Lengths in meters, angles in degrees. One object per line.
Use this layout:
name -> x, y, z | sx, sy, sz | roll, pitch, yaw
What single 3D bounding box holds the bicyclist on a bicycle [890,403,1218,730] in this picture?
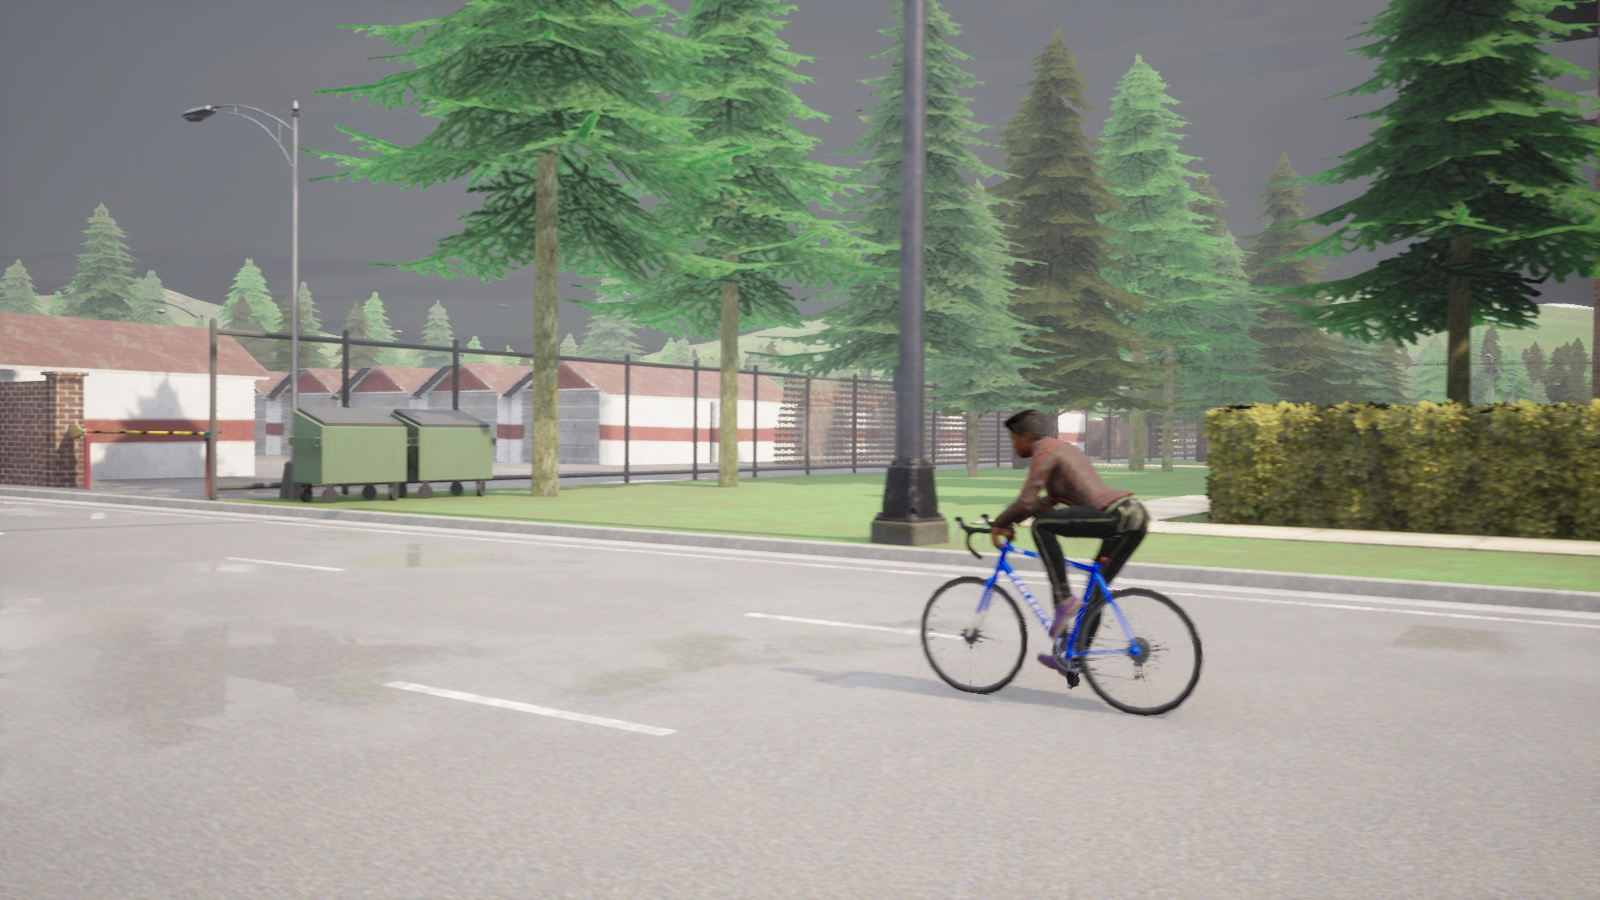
bicyclist on a bicycle -> 1.370, 0.577, 6.914 | 1.656, 1.620, 0.582 | 0, 1, 34
